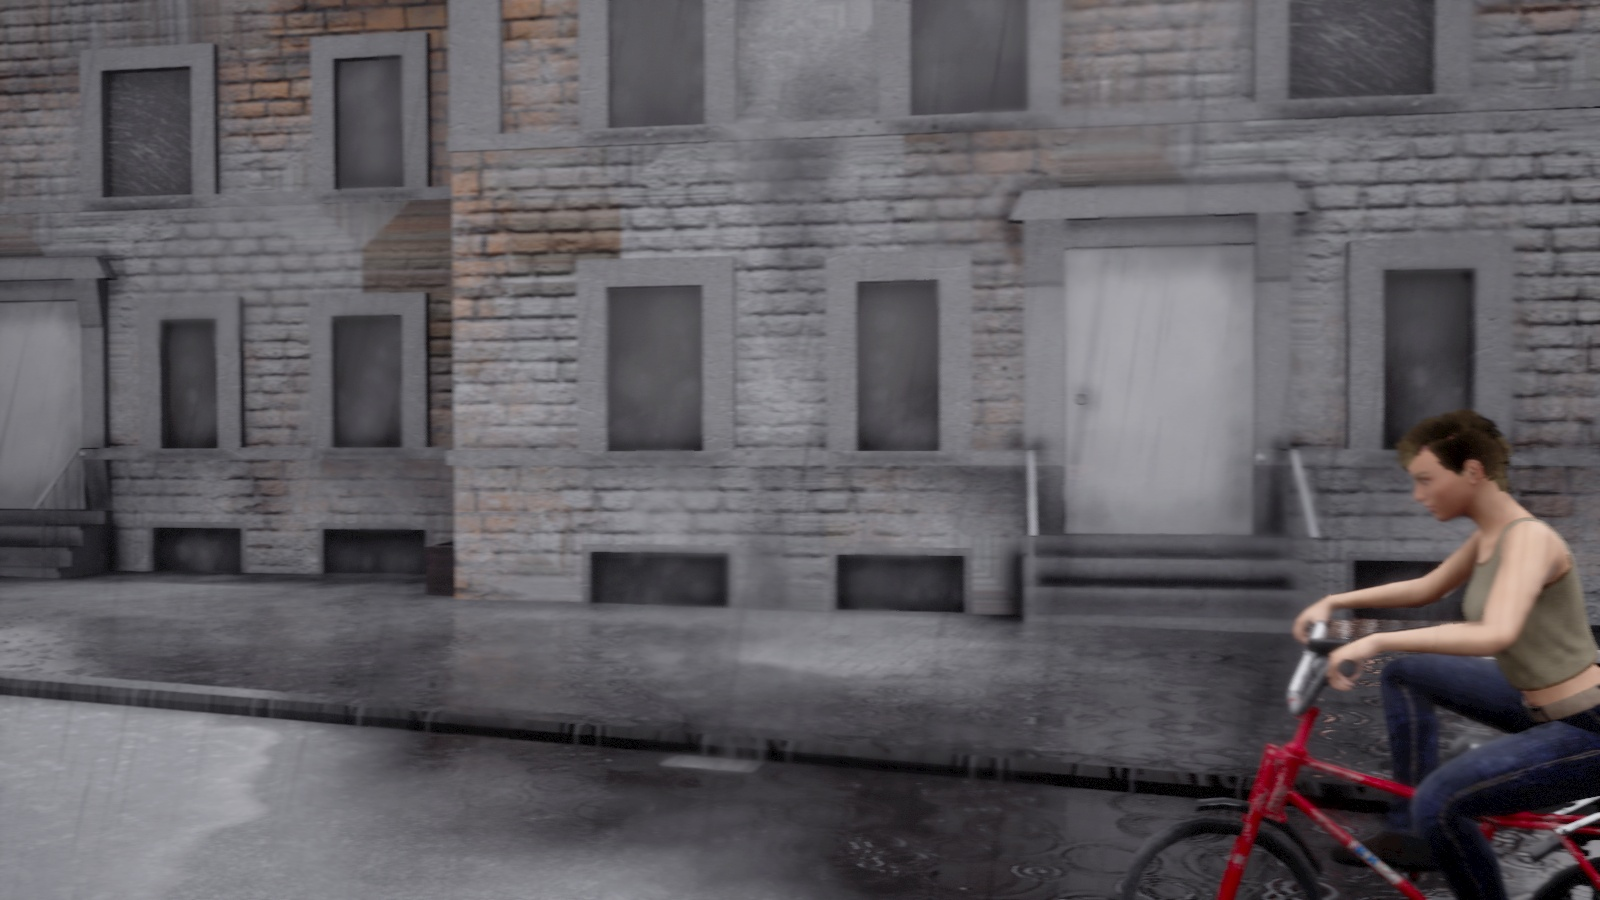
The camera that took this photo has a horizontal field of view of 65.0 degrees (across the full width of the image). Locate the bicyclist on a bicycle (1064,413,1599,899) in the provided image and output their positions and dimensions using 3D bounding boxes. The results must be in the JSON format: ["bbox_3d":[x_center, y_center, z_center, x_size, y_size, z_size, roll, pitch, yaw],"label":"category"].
[{"bbox_3d":[1.496,0.717,3.211,1.509,1.612,0.866,1,1,19],"label":"bicyclist on a bicycle"}]
